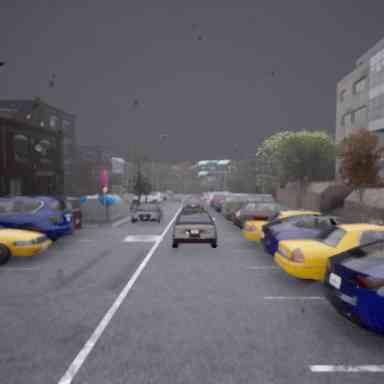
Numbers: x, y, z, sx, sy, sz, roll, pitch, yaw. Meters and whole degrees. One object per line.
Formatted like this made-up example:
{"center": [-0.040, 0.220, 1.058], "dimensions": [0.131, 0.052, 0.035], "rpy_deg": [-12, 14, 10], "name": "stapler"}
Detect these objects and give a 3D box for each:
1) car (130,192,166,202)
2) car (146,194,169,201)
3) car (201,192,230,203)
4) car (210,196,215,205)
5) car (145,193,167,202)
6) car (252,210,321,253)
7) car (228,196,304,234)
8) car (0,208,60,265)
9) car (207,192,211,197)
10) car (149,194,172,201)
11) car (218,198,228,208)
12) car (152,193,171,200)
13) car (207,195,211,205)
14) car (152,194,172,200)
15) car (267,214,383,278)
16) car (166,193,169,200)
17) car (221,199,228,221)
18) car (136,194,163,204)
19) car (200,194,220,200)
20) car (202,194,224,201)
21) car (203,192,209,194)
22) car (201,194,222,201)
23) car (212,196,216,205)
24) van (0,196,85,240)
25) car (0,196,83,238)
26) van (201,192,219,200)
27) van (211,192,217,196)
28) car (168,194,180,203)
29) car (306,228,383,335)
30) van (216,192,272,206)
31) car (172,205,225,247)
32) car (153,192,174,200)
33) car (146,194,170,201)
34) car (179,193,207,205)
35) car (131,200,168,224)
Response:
{"center": [-7.689, 1.091, 56.795], "dimensions": [5.566, 2.045, 2.435], "rpy_deg": [0, 0, 0], "name": "car"}
{"center": [-7.661, 1.301, 74.299], "dimensions": [4.892, 1.521, 2.231], "rpy_deg": [0, 0, 0], "name": "car"}
{"center": [4.644, 1.067, 66.915], "dimensions": [5.566, 2.045, 2.435], "rpy_deg": [0, 0, 0], "name": "car"}
{"center": [4.660, 1.432, 36.186], "dimensions": [4.674, 1.452, 2.002], "rpy_deg": [0, 0, 0], "name": "car"}
{"center": [-7.688, 1.181, 71.486], "dimensions": [4.553, 1.767, 2.185], "rpy_deg": [0, 0, 0], "name": "car"}
{"center": [4.683, 1.483, 11.044], "dimensions": [4.792, 1.488, 2.163], "rpy_deg": [0, 0, 0], "name": "car"}
{"center": [4.625, 1.307, 19.425], "dimensions": [4.553, 1.767, 2.185], "rpy_deg": [0, 0, 0], "name": "car"}
{"center": [-7.490, 1.451, 10.898], "dimensions": [5.366, 1.575, 1.946], "rpy_deg": [0, 0, 0], "name": "car"}
{"center": [4.634, 1.247, 44.566], "dimensions": [4.553, 1.767, 2.185], "rpy_deg": [0, 0, 0], "name": "car"}
{"center": [-7.468, 1.282, 80.302], "dimensions": [5.366, 1.575, 1.946], "rpy_deg": [0, 0, 0], "name": "car"}
{"center": [4.665, 1.421, 25.012], "dimensions": [4.892, 1.521, 2.231], "rpy_deg": [0, 0, 0], "name": "car"}
{"center": [-7.622, 1.148, 83.243], "dimensions": [4.553, 1.767, 2.185], "rpy_deg": [0, 0, 0], "name": "car"}
{"center": [4.692, 1.408, 41.775], "dimensions": [4.792, 1.488, 2.163], "rpy_deg": [0, 0, 0], "name": "car"}
{"center": [-7.657, 1.244, 86.074], "dimensions": [5.008, 1.535, 2.097], "rpy_deg": [0, 1, 0], "name": "car"}
{"center": [4.839, 1.457, 8.249], "dimensions": [5.366, 1.575, 1.946], "rpy_deg": [0, 0, 0], "name": "car"}
{"center": [-7.686, 1.343, 68.548], "dimensions": [4.792, 1.488, 2.163], "rpy_deg": [0, 0, 0], "name": "car"}
{"center": [4.652, 1.427, 22.217], "dimensions": [4.892, 1.521, 2.231], "rpy_deg": [0, 0, 0], "name": "car"}
{"center": [-7.629, 1.210, 59.608], "dimensions": [4.553, 1.767, 2.185], "rpy_deg": [0, 0, 0], "name": "car"}
{"center": [4.672, 1.239, 86.484], "dimensions": [4.892, 1.521, 2.231], "rpy_deg": [0, 1, 0], "name": "car"}
{"center": [4.669, 1.298, 75.421], "dimensions": [4.892, 1.521, 2.231], "rpy_deg": [0, 0, 0], "name": "car"}
{"center": [4.694, 1.114, 47.361], "dimensions": [5.566, 2.045, 2.435], "rpy_deg": [0, 0, 0], "name": "car"}
{"center": [4.683, 1.285, 80.881], "dimensions": [4.892, 1.521, 2.231], "rpy_deg": [0, 0, 0], "name": "car"}
{"center": [4.655, 1.406, 30.723], "dimensions": [5.008, 1.535, 2.097], "rpy_deg": [0, 0, 0], "name": "car"}
{"center": [-7.791, 1.215, 16.354], "dimensions": [4.442, 1.987, 1.878], "rpy_deg": [0, 0, 0], "name": "van"}
{"center": [-7.703, 1.196, 13.563], "dimensions": [5.566, 2.045, 2.435], "rpy_deg": [0, 0, 0], "name": "car"}
{"center": [4.561, 1.046, 83.674], "dimensions": [4.442, 1.987, 1.878], "rpy_deg": [0, 1, 0], "name": "van"}
{"center": [4.780, 1.160, 38.979], "dimensions": [4.442, 1.987, 1.878], "rpy_deg": [0, 0, 0], "name": "van"}
{"center": [-2.997, 1.345, 64.782], "dimensions": [1.837, 1.490, 4.892], "rpy_deg": [0, 0, 1], "name": "car"}
{"center": [4.682, 1.496, 5.456], "dimensions": [4.792, 1.488, 2.163], "rpy_deg": [0, 0, 0], "name": "car"}
{"center": [4.543, 1.187, 27.804], "dimensions": [4.442, 1.987, 1.878], "rpy_deg": [0, 0, 0], "name": "van"}
{"center": [0.105, 1.512, 14.804], "dimensions": [2.033, 1.411, 5.357], "rpy_deg": [0, 0, 0], "name": "car"}
{"center": [-7.622, 0.938, 89.014], "dimensions": [5.566, 2.045, 2.435], "rpy_deg": [0, 1, 0], "name": "car"}
{"center": [-7.839, 1.289, 77.362], "dimensions": [5.366, 1.575, 1.946], "rpy_deg": [0, 0, 0], "name": "car"}
{"center": [0.109, 1.271, 33.454], "dimensions": [2.097, 1.767, 4.553], "rpy_deg": [0, 0, 0], "name": "car"}
{"center": [-3.091, 1.506, 23.764], "dimensions": [1.994, 1.385, 4.181], "rpy_deg": [0, 0, 0], "name": "car"}
